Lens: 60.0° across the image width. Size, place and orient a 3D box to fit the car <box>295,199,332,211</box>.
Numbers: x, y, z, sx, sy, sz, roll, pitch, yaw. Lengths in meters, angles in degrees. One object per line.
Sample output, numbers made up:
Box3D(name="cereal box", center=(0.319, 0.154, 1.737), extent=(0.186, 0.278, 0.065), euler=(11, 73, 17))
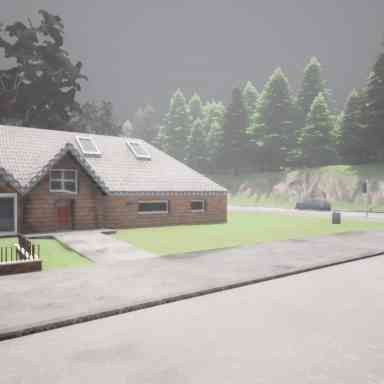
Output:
Box3D(name="car", center=(14.511, 1.564, 39.941), extent=(1.994, 1.385, 4.181), euler=(0, 0, -35))
